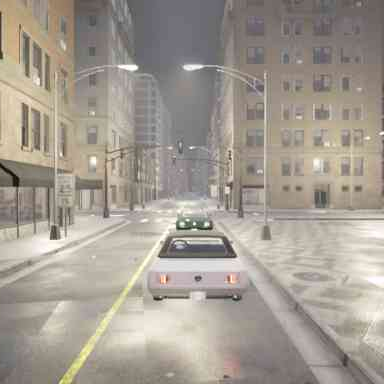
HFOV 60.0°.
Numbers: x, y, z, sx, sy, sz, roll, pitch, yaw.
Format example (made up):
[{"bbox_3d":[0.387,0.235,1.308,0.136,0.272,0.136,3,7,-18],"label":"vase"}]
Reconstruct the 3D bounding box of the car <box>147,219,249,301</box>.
[{"bbox_3d":[0.111,1.601,8.280,1.895,1.301,4.718,0,0,0],"label":"car"}]

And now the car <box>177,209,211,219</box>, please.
[{"bbox_3d":[0.125,1.600,18.515,1.895,1.301,4.718,0,0,0],"label":"car"}]
